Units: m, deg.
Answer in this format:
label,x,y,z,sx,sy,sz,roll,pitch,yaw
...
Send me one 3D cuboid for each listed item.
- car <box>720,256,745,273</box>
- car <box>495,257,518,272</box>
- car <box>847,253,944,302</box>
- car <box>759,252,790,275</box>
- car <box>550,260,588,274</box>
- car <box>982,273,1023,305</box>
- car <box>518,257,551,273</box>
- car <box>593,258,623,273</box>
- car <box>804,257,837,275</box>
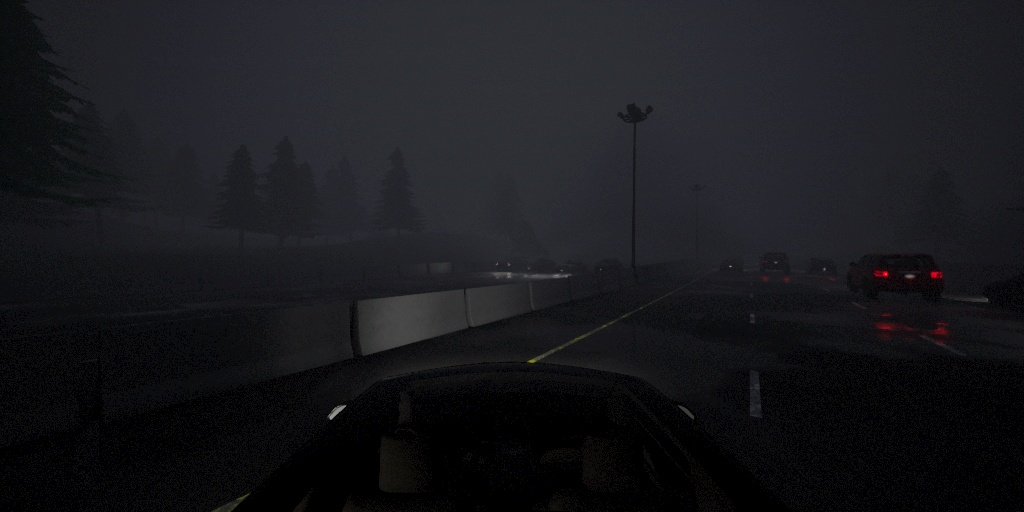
label,x,y,z,sx,sy,sz,roll,pitch,yaw
car,22.517,0.956,36.780,1.994,1.385,4.181,0,1,34
car,0.048,0.870,41.125,2.097,1.767,4.553,0,1,34
car,17.627,0.885,16.763,2.150,2.045,5.566,0,1,34
car,25.046,0.629,34.258,2.150,2.045,5.566,0,1,34
car,6.217,1.116,37.746,1.895,1.301,4.718,0,1,34
car,18.925,1.236,12.386,2.033,1.411,5.357,0,1,34
car,3.147,1.010,39.456,2.128,1.511,4.902,0,1,34
car,10.023,1.028,37.126,1.837,1.490,4.892,0,1,34
car,28.595,0.889,33.277,1.837,1.490,4.892,0,0,34
